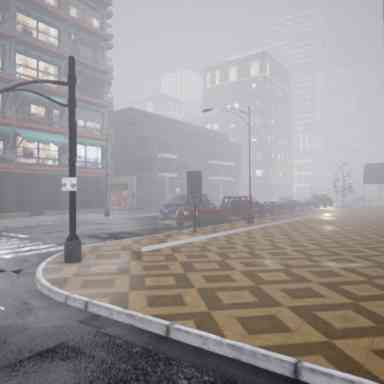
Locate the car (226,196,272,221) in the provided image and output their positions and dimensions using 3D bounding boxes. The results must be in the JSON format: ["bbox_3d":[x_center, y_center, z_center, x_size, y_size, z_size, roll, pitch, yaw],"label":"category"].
[{"bbox_3d":[4.078,1.211,26.452,2.192,1.841,5.009,-1,0,36],"label":"car"}]

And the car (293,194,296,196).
[{"bbox_3d":[13.454,1.418,48.239,1.837,1.490,4.892,-1,-1,37],"label":"car"}]

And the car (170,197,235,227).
[{"bbox_3d":[0.770,1.348,21.942,1.967,1.590,4.097,-1,0,36],"label":"car"}]

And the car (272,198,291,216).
[{"bbox_3d":[7.389,1.466,30.960,1.802,1.307,4.206,-1,0,36],"label":"car"}]

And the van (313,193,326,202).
[{"bbox_3d":[27.505,1.222,71.696,1.690,1.788,3.998,-1,0,36],"label":"van"}]

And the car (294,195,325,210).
[{"bbox_3d":[14.006,1.411,39.978,2.008,1.369,4.403,-1,0,36],"label":"car"}]

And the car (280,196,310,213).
[{"bbox_3d":[10.698,1.417,35.469,1.887,1.381,4.507,-1,0,36],"label":"car"}]

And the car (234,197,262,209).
[{"bbox_3d":[7.553,1.481,44.503,1.752,1.417,4.829,-1,0,36],"label":"car"}]

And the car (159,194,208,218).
[{"bbox_3d":[-0.491,1.183,29.383,2.150,2.045,5.566,-1,0,36],"label":"car"}]

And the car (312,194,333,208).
[{"bbox_3d":[17.313,1.163,44.489,2.192,1.841,5.009,-1,0,36],"label":"car"}]

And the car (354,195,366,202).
[{"bbox_3d":[33.859,1.330,67.034,1.887,1.381,4.507,-1,0,36],"label":"car"}]
